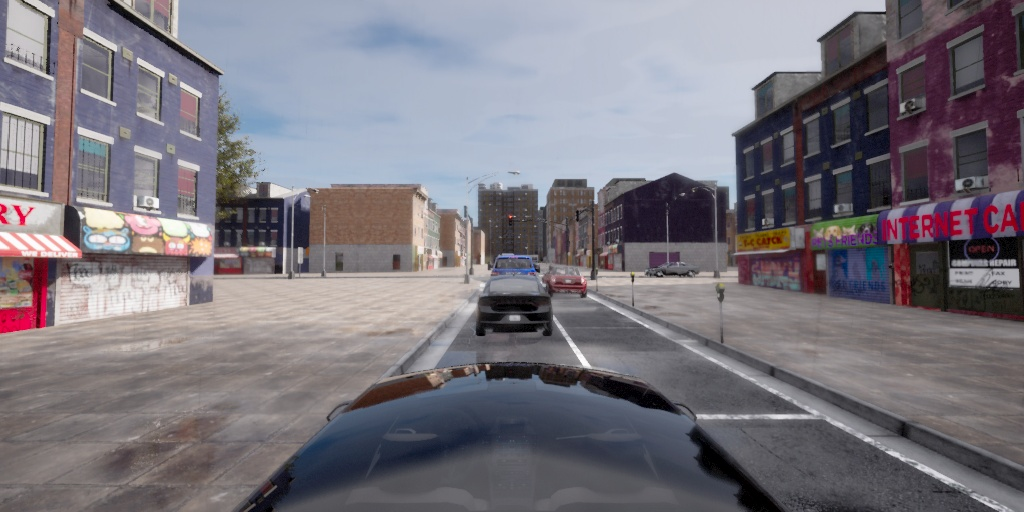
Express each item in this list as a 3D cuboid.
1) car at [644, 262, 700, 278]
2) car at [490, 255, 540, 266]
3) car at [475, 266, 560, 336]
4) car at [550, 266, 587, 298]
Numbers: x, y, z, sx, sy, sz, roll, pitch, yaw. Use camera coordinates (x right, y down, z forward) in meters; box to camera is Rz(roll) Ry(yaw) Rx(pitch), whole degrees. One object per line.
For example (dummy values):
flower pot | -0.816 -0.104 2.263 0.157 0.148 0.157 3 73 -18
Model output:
car | 14.948 1.316 33.533 4.902 1.511 2.128 0 -2 0
car | 0.068 0.993 18.001 2.150 2.045 5.566 0 0 0
car | 0.036 1.235 10.467 1.882 1.535 5.008 0 0 -1
car | 2.615 1.211 18.689 1.967 1.591 4.097 0 0 0
